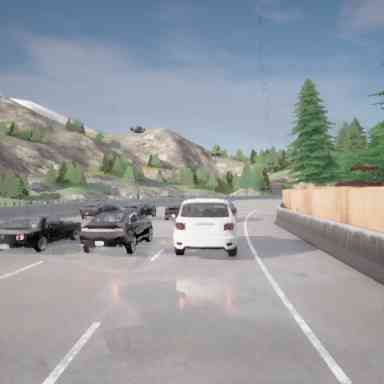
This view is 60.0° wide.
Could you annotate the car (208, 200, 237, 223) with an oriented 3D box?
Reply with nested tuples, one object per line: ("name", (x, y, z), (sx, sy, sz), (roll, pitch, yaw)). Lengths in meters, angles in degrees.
("car", (2.525, 1.485, 26.543), (1.882, 1.535, 5.008), (0, 0, 11))

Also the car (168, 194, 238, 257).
("car", (0.636, 1.258, 13.186), (2.150, 2.045, 5.566), (0, 0, 5))

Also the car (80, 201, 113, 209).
("car", (-7.791, 1.495, 28.498), (2.128, 1.511, 4.902), (0, 0, 11))

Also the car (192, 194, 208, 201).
("car", (2.123, 1.305, 84.002), (2.097, 1.767, 4.553), (0, 0, 30))

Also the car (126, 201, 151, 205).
("car", (-4.352, 1.495, 27.846), (2.128, 1.511, 4.902), (0, 0, 11))

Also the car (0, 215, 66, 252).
("car", (-6.334, 1.616, 13.840), (1.895, 1.301, 4.718), (0, 0, 5))

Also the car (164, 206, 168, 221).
("car", (-0.914, 1.516, 27.195), (1.837, 1.490, 4.892), (0, 0, 11))

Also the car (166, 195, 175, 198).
("car", (-3.851, 1.466, 87.650), (2.128, 1.511, 4.902), (0, 0, 30))

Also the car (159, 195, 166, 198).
("car", (-6.830, 1.476, 89.487), (2.033, 1.411, 5.357), (0, 0, 30))

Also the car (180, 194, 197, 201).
("car", (-0.872, 1.423, 85.813), (1.882, 1.535, 5.008), (0, 0, 30))

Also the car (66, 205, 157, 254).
("car", (-2.852, 1.495, 13.483), (2.128, 1.511, 4.902), (0, 0, 5))
